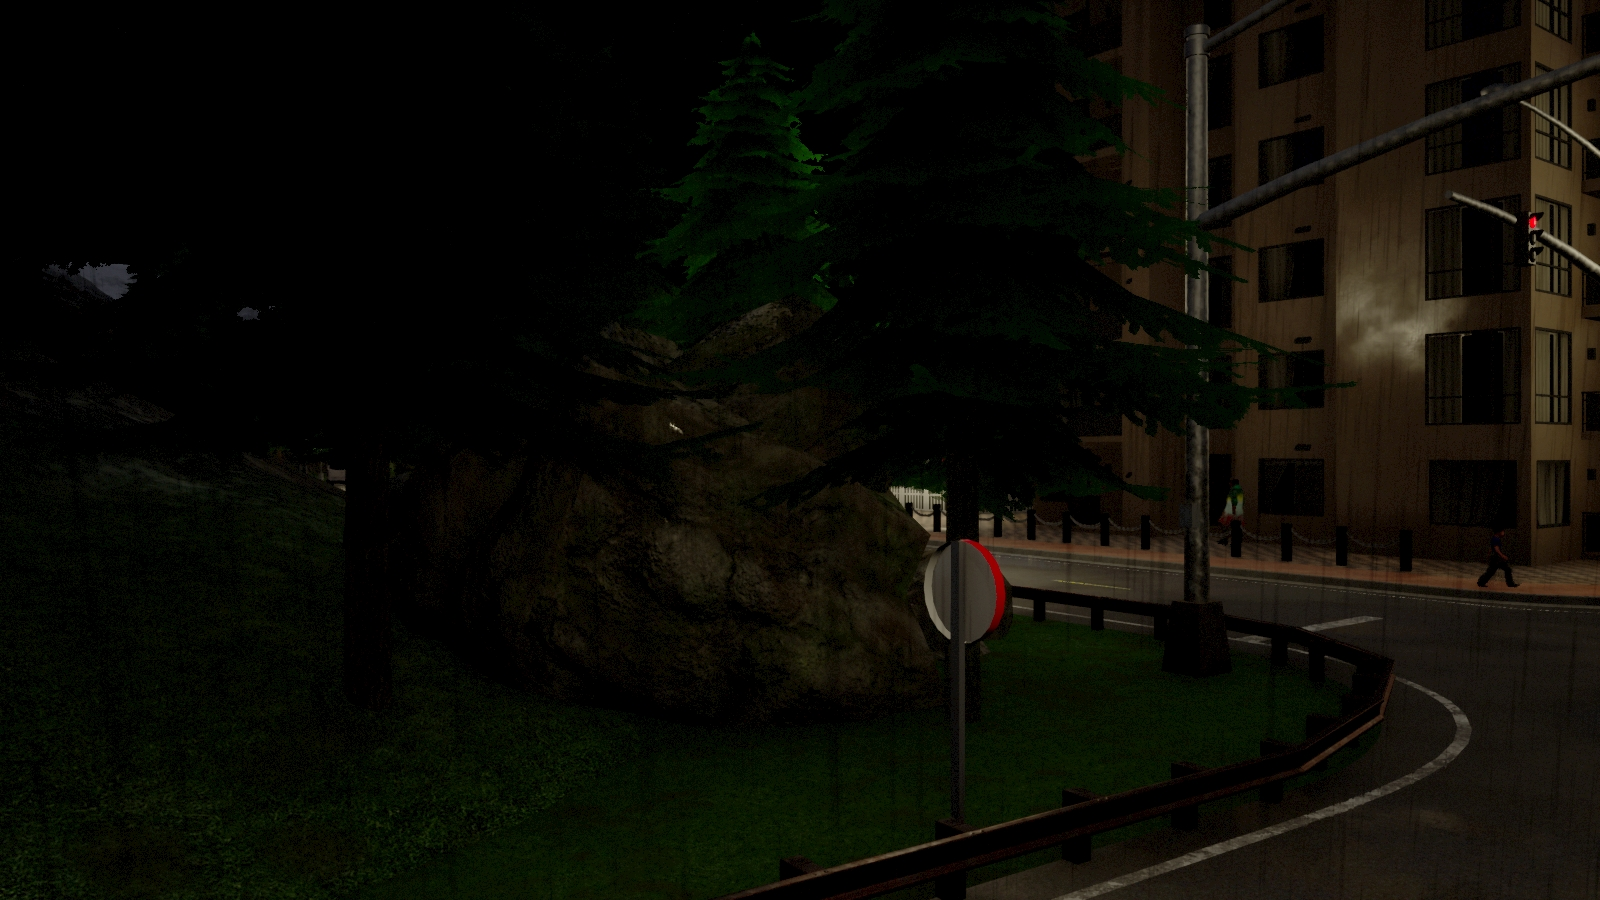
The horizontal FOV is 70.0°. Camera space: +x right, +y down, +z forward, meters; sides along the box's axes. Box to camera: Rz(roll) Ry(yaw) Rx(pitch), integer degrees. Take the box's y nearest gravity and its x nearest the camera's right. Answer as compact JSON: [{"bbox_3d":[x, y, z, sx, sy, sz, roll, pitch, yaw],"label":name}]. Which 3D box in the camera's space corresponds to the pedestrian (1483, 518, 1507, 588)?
[{"bbox_3d":[13.401,1.974,22.034,0.375,1.300,0.375,0,0,34],"label":"pedestrian"}]

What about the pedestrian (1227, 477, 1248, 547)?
[{"bbox_3d":[11.861,1.677,30.993,0.375,1.860,0.375,0,0,-33],"label":"pedestrian"}]
